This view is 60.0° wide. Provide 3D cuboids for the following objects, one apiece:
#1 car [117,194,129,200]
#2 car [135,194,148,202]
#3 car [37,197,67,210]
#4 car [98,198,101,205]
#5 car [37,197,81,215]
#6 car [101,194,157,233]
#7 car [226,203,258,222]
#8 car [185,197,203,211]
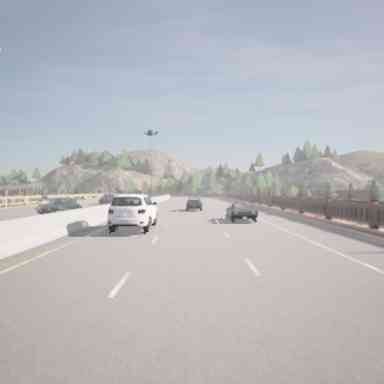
[{"bbox_3d":[-17.195,1.180,82.775,1.882,1.535,5.008,0,0,0],"label":"car"},{"bbox_3d":[-10.252,1.264,67.627,1.837,1.490,4.892,0,0,0],"label":"car"},{"bbox_3d":[-17.429,1.356,41.726,1.812,1.442,4.674,0,0,0],"label":"car"},{"bbox_3d":[-13.850,1.143,54.725,2.097,1.767,4.553,0,0,1],"label":"car"},{"bbox_3d":[-10.501,1.244,26.570,2.097,1.767,4.553,0,0,0],"label":"car"},{"bbox_3d":[-3.333,1.146,19.340,2.150,2.045,5.566,0,0,0],"label":"car"},{"bbox_3d":[3.690,1.507,25.418,1.895,1.301,4.718,0,0,0],"label":"car"},{"bbox_3d":[0.241,1.345,38.936,2.128,1.511,4.902,0,0,0],"label":"car"}]
